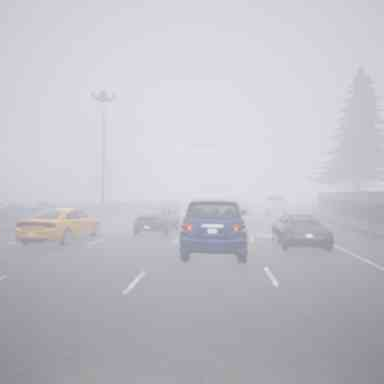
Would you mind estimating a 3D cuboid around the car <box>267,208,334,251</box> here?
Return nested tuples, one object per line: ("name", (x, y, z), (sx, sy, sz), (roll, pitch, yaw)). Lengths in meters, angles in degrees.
("car", (4.650, 1.619, 14.463), (1.994, 1.385, 4.181), (0, 0, 7))

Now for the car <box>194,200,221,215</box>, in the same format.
("car", (1.742, 1.635, 35.484), (1.994, 1.385, 4.181), (0, 0, 15))

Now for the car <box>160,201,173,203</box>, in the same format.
("car", (-2.409, 1.605, 33.487), (1.994, 1.385, 4.181), (0, 0, 14))

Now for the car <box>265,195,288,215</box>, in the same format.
("car", (9.119, 1.342, 35.993), (2.150, 2.045, 5.566), (0, 0, 16))

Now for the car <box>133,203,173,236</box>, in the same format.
("car", (-1.880, 1.545, 18.442), (1.812, 1.442, 4.674), (0, 0, 8))

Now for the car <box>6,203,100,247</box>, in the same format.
("car", (-5.842, 1.465, 15.142), (1.882, 1.535, 5.008), (0, 0, 7))

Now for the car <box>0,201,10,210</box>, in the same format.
("car", (-17.344, 1.541, 32.074), (1.895, 1.301, 4.718), (0, 0, 13))

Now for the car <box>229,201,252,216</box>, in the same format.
("car", (5.169, 1.694, 34.911), (1.895, 1.301, 4.718), (0, 0, 15))

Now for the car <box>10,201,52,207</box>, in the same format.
("car", (-14.081, 1.524, 30.610), (1.994, 1.385, 4.181), (0, 0, 12))

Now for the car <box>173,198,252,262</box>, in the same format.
("car", (0.863, 1.248, 12.405), (2.150, 2.045, 5.566), (0, 0, 6))
